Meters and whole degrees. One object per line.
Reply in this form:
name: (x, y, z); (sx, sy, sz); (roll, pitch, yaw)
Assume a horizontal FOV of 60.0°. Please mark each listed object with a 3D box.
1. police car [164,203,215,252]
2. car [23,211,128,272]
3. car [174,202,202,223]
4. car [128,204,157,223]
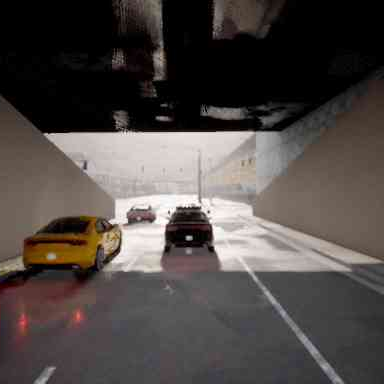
police car: (-0.131, 1.420, 14.161); (1.930, 1.638, 5.238); (0, -1, -1)
car: (-3.581, 1.488, 10.888); (1.882, 1.535, 5.008); (0, 0, -1)
car: (-0.308, 1.554, 25.956); (1.994, 1.385, 4.181); (0, 0, -1)
car: (-3.805, 1.606, 25.854); (1.895, 1.301, 4.718); (0, 0, -1)
